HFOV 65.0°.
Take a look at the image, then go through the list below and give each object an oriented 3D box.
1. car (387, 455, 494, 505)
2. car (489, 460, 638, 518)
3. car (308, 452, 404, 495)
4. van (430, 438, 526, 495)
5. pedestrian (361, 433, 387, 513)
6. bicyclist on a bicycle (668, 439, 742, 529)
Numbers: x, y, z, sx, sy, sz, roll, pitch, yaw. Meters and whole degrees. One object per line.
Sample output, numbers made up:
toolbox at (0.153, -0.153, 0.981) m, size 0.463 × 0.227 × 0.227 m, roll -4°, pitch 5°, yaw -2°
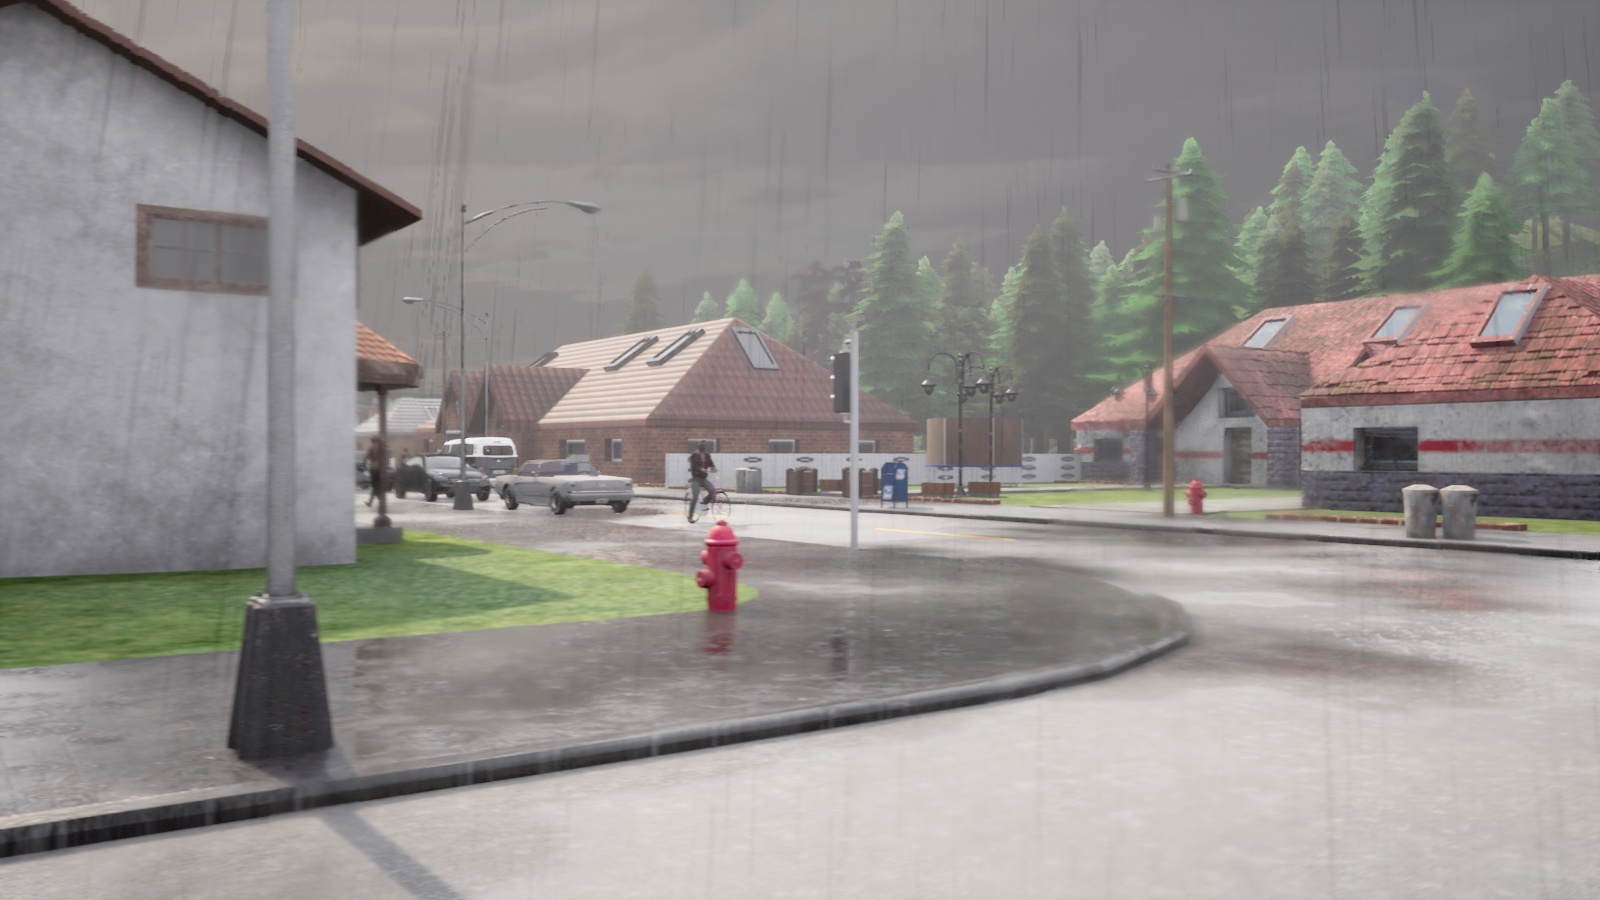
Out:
car at (-11.259, 0.877, 39.109) m, size 1.812 × 1.442 × 4.674 m, roll 0°, pitch 0°, yaw -35°
car at (-6.033, 0.923, 31.612) m, size 1.895 × 1.301 × 4.718 m, roll 0°, pitch 0°, yaw -35°
car at (-16.562, 0.838, 46.719) m, size 2.128 × 1.511 × 4.902 m, roll 0°, pitch 0°, yaw -35°
van at (-12.247, 0.594, 47.523) m, size 2.069 × 2.038 × 4.480 m, roll 0°, pitch 0°, yaw -35°
pedestrian at (-9.935, 0.539, 29.292) m, size 0.634 × 1.846 × 0.331 m, roll 0°, pitch 0°, yaw 44°
bicyclist on a bicycle at (-1.960, 0.670, 25.751) m, size 0.659 × 1.776 × 1.843 m, roll 0°, pitch 0°, yaw -35°
